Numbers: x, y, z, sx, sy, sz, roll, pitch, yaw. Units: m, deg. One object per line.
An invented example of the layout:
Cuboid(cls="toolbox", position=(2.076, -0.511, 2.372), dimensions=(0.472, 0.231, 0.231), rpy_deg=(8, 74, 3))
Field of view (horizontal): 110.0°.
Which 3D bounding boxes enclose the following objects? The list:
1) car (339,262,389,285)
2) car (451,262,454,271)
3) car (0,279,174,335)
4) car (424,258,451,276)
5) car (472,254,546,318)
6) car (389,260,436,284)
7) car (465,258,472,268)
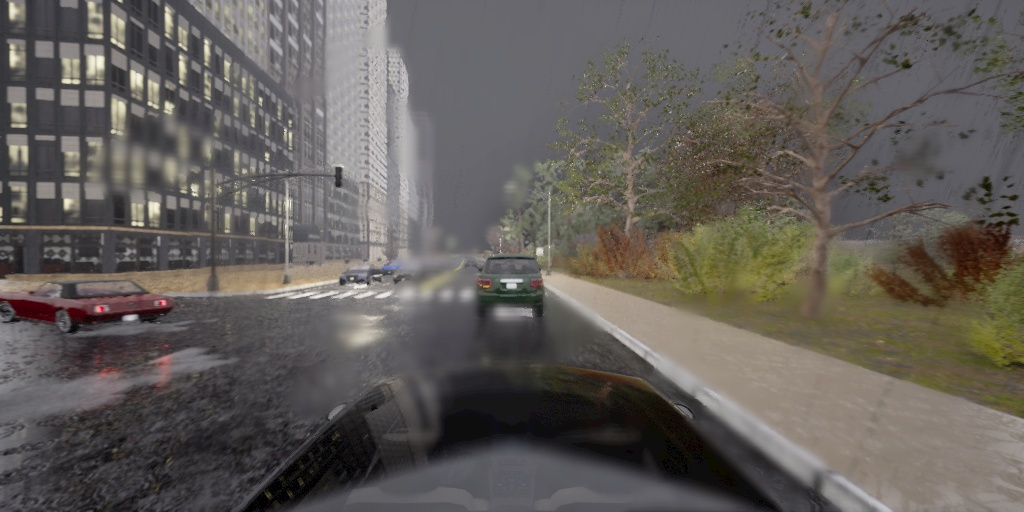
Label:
Cuboid(cls="car", position=(-10.471, 1.277, 25.235), dimensions=(1.994, 1.385, 4.181), rpy_deg=(0, 0, -3))
Cuboid(cls="car", position=(-8.595, 1.220, 46.401), dimensions=(1.994, 1.385, 4.181), rpy_deg=(0, 0, -5))
Cuboid(cls="car", position=(-12.344, 1.313, 10.338), dimensions=(4.718, 1.301, 1.895), rpy_deg=(2, 0, 18))
Cuboid(cls="car", position=(-7.846, 1.229, 36.601), dimensions=(2.033, 1.411, 5.357), rpy_deg=(0, 0, -4))
Cuboid(cls="car", position=(-0.071, 0.951, 13.094), dimensions=(2.150, 2.045, 5.566), rpy_deg=(0, 0, -1))
Cuboid(cls="car", position=(-7.273, 1.254, 26.545), dimensions=(2.033, 1.411, 5.357), rpy_deg=(0, 0, -3))
Cuboid(cls="car", position=(-6.302, 1.131, 55.985), dimensions=(1.837, 1.490, 4.892), rpy_deg=(0, 0, -6))
